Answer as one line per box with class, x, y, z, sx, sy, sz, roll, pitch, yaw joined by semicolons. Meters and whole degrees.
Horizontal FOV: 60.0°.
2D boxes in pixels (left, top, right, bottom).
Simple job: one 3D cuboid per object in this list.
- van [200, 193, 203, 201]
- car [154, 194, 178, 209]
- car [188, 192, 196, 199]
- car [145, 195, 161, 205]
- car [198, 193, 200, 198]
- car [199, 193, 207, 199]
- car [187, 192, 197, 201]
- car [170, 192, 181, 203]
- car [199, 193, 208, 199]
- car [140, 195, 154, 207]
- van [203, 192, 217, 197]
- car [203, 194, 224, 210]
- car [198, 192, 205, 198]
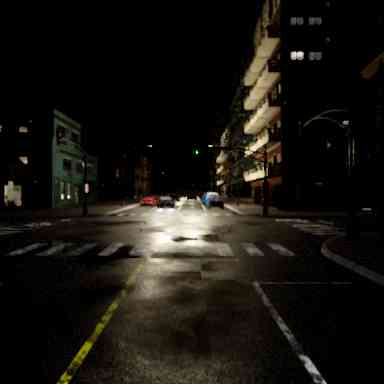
van;2.696;0.931;54.862;1.690;1.788;3.998;1;0;0
car;-3.094;1.268;40.325;1.994;1.385;4.181;0;0;0
car;-0.015;0.754;78.028;1.812;1.442;4.674;0;0;0
car;-5.687;1.179;49.245;1.887;1.381;4.507;1;0;0
car;2.691;1.023;66.193;1.752;1.417;4.829;1;0;0
car;2.688;0.922;82.766;1.947;1.339;4.313;1;1;0
car;-0.012;0.962;67.604;1.882;1.535;5.008;0;0;0
car;-3.051;1.095;57.265;1.812;1.442;4.674;0;0;1
car;2.689;0.971;77.186;1.947;1.339;4.313;1;0;0
car;-5.687;1.260;43.665;1.802;1.307;4.206;1;0;0
van;2.697;1.019;43.700;1.690;1.788;3.998;1;0;0
car;2.695;1.272;38.122;2.008;1.369;4.403;1;0;0
car;2.687;0.802;93.928;1.887;1.381;4.507;1;1;0
